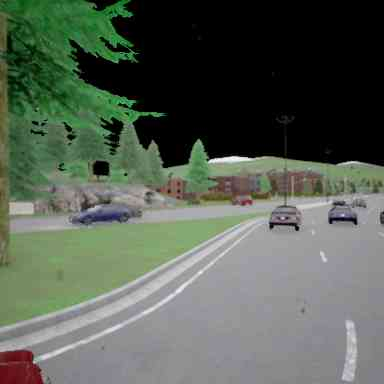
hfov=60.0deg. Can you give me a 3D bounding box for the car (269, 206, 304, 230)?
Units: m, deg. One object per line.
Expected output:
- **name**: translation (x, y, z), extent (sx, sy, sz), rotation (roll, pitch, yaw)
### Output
- **car**: translation (6.301, 1.622, 22.083), extent (2.033, 1.411, 5.357), rotation (0, 0, 21)

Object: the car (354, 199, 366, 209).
- **car**: translation (24.486, 1.685, 48.628), extent (2.033, 1.411, 5.357), rotation (0, 0, 28)

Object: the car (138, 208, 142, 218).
- **car**: translation (-6.520, 1.700, 29.578), extent (1.994, 1.385, 4.181), rotation (0, 0, 45)

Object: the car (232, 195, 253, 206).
- **car**: translation (8.989, 1.543, 59.028), extent (2.150, 2.045, 5.566), rotation (0, 0, 30)

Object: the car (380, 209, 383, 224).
- **car**: translation (14.041, 1.622, 22.464), extent (1.994, 1.385, 4.181), rotation (0, 0, 23)

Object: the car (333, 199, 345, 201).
- **car**: translation (25.285, 1.770, 56.993), extent (1.895, 1.301, 4.718), rotation (0, 0, 30)

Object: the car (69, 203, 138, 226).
- **car**: translation (-6.663, 1.641, 24.495), extent (4.674, 1.442, 1.812), rotation (0, 0, -45)

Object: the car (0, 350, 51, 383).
- **car**: translation (-2.984, 1.615, 1.287), extent (4.718, 1.301, 1.895), rotation (0, 0, -27)

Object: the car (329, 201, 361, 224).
- **car**: translation (11.692, 1.640, 25.717), extent (1.994, 1.385, 4.181), rotation (0, 0, 25)
